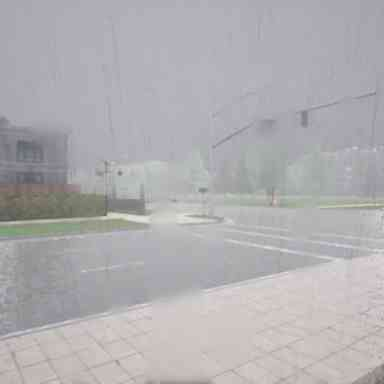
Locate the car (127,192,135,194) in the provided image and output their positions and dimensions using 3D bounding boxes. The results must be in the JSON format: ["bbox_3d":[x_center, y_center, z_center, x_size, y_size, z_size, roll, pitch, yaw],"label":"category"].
[{"bbox_3d":[-13.548,0.944,72.178,2.150,2.045,5.566,0,0,-36],"label":"car"}]

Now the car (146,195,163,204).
[{"bbox_3d":[-7.468,1.373,57.795,1.812,1.442,4.674,0,0,-36],"label":"car"}]

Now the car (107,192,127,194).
[{"bbox_3d":[-16.448,0.954,70.215,2.150,2.045,5.566,0,0,-36],"label":"car"}]

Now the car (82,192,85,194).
[{"bbox_3d":[-22.257,0.972,66.300,2.150,2.045,5.566,0,0,-36],"label":"car"}]

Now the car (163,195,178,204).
[{"bbox_3d":[-4.460,1.305,59.620,1.882,1.535,5.008,0,0,-36],"label":"car"}]

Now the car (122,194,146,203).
[{"bbox_3d":[-10.286,1.415,55.713,2.033,1.411,5.357,0,0,-36],"label":"car"}]

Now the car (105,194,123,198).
[{"bbox_3d":[-13.369,1.452,53.996,1.994,1.385,4.181,0,0,-36],"label":"car"}]
